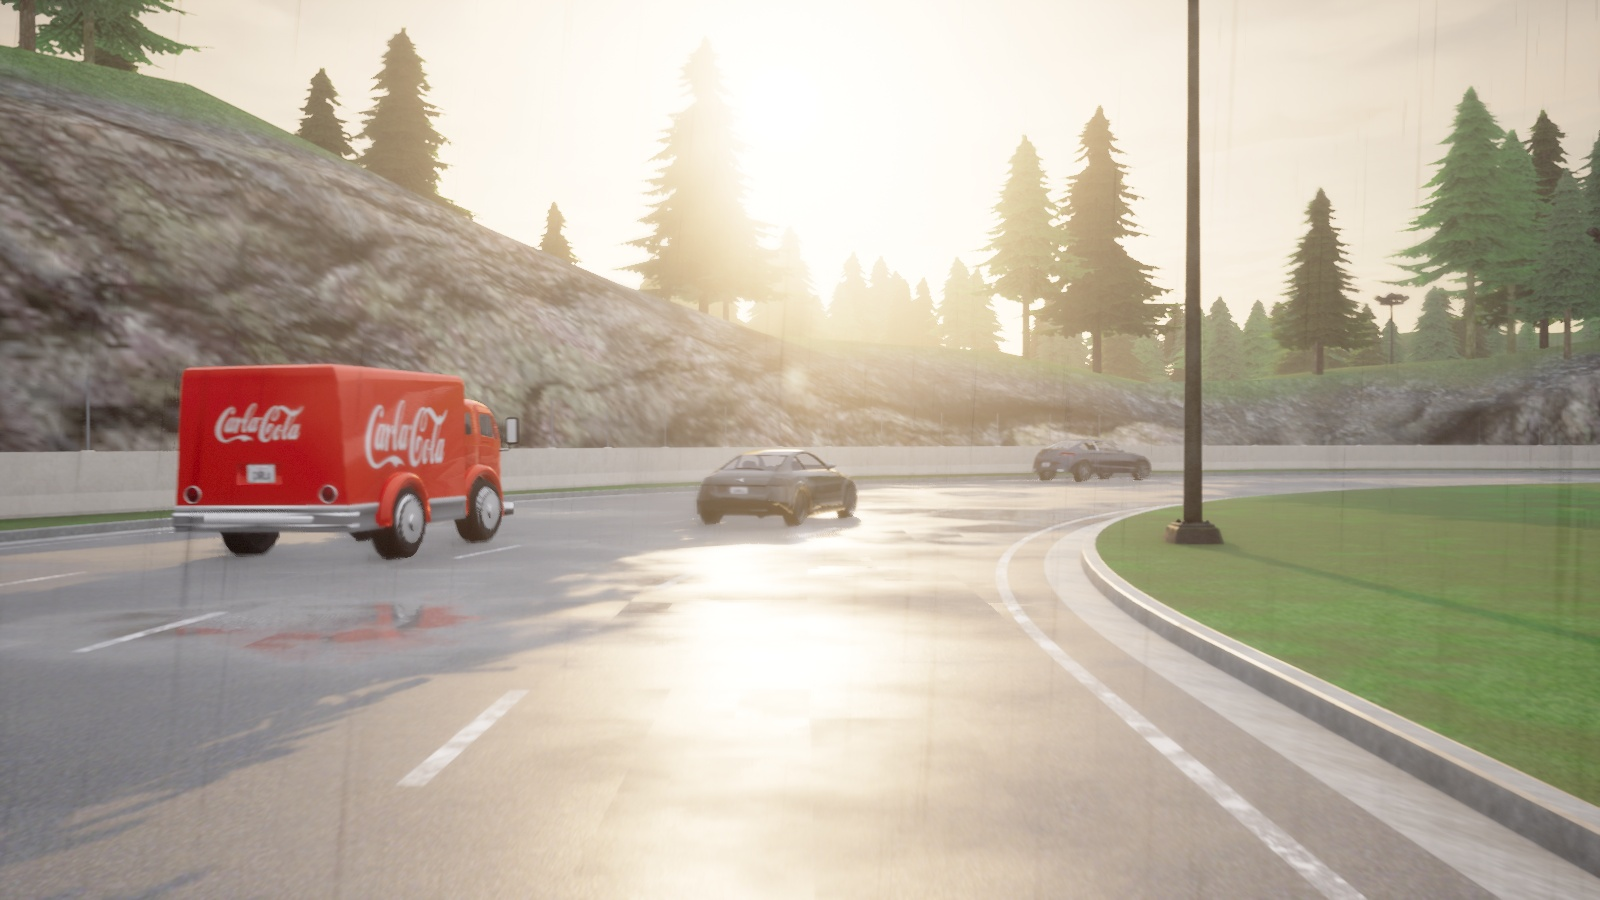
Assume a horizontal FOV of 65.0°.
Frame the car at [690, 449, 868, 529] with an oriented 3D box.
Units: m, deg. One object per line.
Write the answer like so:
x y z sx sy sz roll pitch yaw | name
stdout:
-0.295 0.674 24.163 1.994 1.385 4.181 0 0 21 | car

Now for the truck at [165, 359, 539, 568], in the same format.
-5.960 0.155 17.674 2.627 2.467 5.204 0 0 11 | truck

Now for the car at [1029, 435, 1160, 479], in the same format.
11.515 0.258 49.050 5.027 1.651 2.152 0 0 -34 | car
